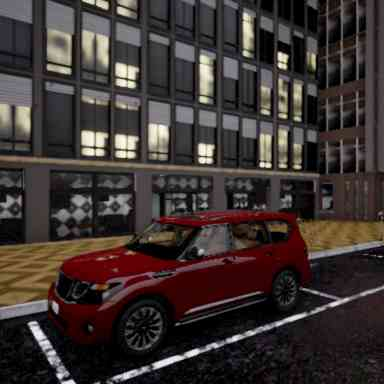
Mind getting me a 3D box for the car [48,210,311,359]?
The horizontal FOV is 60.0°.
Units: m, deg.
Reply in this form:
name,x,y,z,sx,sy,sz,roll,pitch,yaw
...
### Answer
name,x,y,z,sx,sy,sz,roll,pitch,yaw
car,0.117,1.318,6.179,5.009,1.841,2.192,0,0,-36
